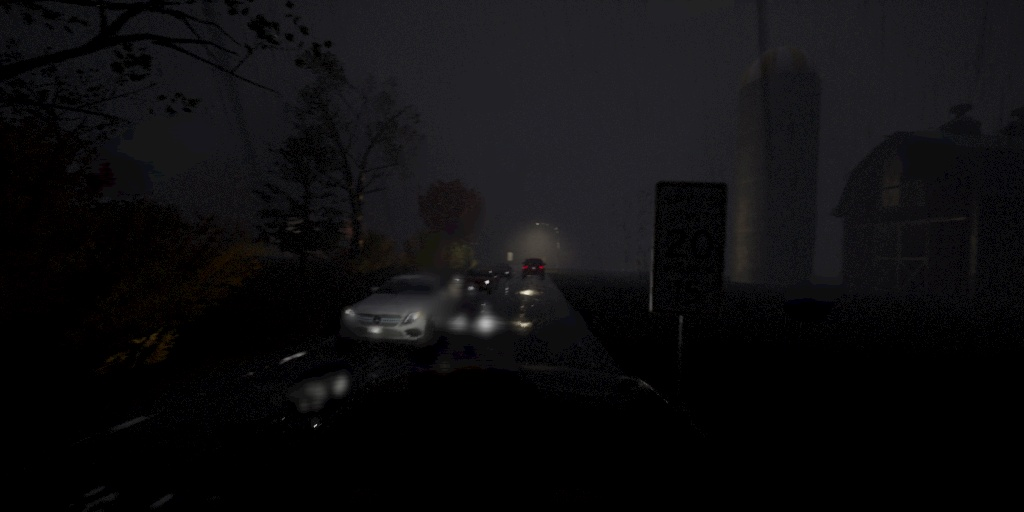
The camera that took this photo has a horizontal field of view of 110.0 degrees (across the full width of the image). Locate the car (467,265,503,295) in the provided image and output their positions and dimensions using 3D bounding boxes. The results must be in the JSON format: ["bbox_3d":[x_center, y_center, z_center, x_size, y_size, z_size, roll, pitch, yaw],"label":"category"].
[{"bbox_3d":[-1.821,1.360,20.044,1.895,1.301,4.718,2,0,4],"label":"car"}]

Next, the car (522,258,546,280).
[{"bbox_3d":[2.200,1.233,36.399,2.150,2.045,5.566,2,0,4],"label":"car"}]

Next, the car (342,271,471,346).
[{"bbox_3d":[-2.508,1.203,9.360,1.812,1.442,4.674,2,0,4],"label":"car"}]

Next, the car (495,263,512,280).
[{"bbox_3d":[-0.966,1.382,32.759,1.812,1.442,4.674,2,0,4],"label":"car"}]
